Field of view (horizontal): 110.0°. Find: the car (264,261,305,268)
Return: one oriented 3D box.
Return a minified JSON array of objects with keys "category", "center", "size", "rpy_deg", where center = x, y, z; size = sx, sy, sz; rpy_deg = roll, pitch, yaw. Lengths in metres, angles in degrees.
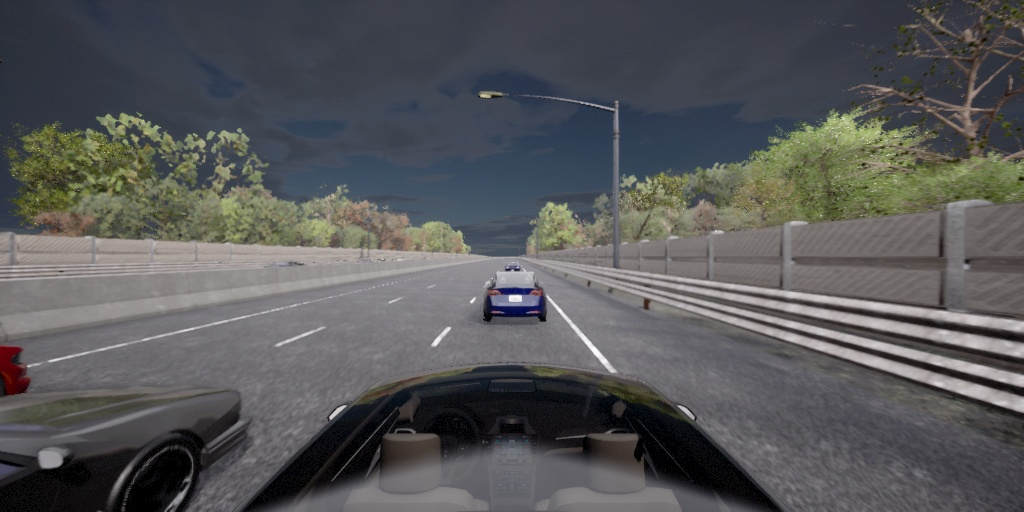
[{"category":"car","center":[-21.104,1.346,32.666],"size":[1.895,1.301,4.718],"rpy_deg":[0,0,0]}]

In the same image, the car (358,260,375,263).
[{"category":"car","center":[-17.592,1.235,42.663],"size":[2.128,1.511,4.902],"rpy_deg":[0,0,0]}]

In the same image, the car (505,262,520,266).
[{"category":"car","center":[0.090,1.344,43.347],"size":[1.895,1.301,4.718],"rpy_deg":[0,0,0]}]

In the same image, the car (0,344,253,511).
[{"category":"car","center":[-3.398,1.297,0.914],"size":[2.033,1.411,5.357],"rpy_deg":[0,0,0]}]

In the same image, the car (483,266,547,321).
[{"category":"car","center":[0.097,1.252,12.522],"size":[2.163,1.488,4.792],"rpy_deg":[0,0,0]}]

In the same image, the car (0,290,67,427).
[{"category":"car","center":[-6.901,1.227,2.293],"size":[1.882,1.535,5.008],"rpy_deg":[0,0,0]}]
